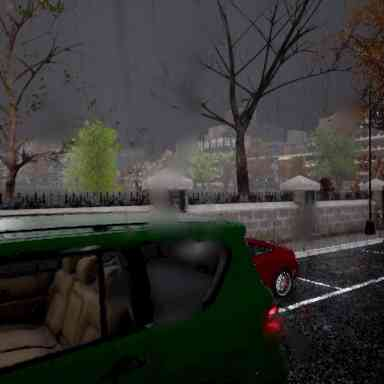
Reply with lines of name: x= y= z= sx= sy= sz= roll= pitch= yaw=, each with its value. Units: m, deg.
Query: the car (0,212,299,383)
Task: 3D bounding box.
car: x=-1.795 y=1.221 z=2.098 sx=5.566 sy=2.045 sz=2.150 roll=0 pitch=0 yaw=-36

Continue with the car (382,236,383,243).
car: x=9.372 y=1.525 z=13.267 sx=4.829 sy=1.417 sz=1.752 roll=0 pitch=0 yaw=-36

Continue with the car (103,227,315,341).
car: x=0.505 y=1.581 z=6.929 sx=4.206 sy=1.307 sz=1.802 roll=0 pitch=0 yaw=-36
